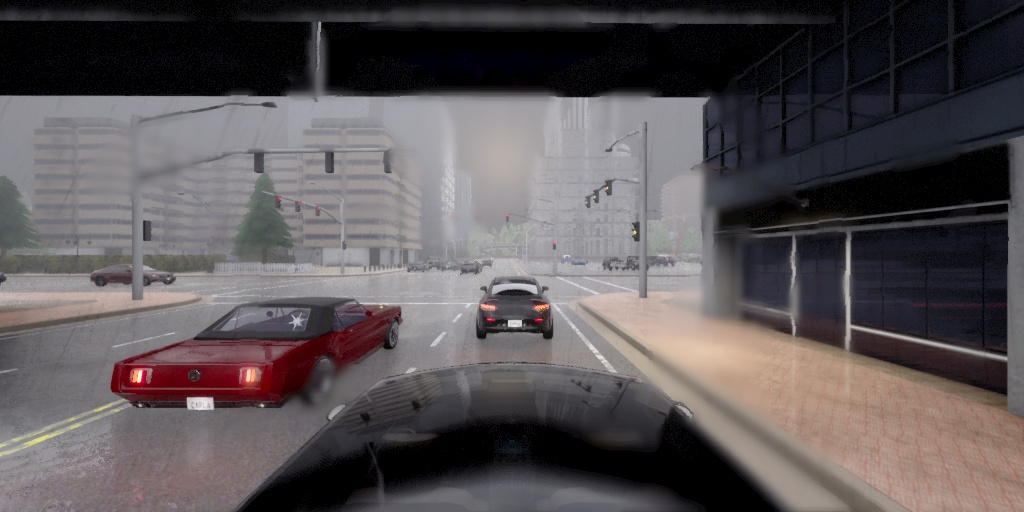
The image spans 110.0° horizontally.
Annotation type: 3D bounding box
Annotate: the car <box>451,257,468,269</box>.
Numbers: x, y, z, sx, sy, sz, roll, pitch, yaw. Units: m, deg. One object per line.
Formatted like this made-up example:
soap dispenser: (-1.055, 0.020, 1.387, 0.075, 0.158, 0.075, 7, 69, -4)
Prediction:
car: (-8.183, 1.102, 56.280, 2.097, 1.767, 4.553, 0, 0, 0)

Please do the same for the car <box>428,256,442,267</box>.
car: (-11.666, 0.971, 53.929, 2.150, 2.045, 5.566, 0, 0, -1)

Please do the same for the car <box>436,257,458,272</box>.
car: (-8.115, 1.241, 47.368, 2.128, 1.511, 4.902, 0, 0, 0)

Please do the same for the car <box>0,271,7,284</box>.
car: (-37.349, 1.240, 24.177, 4.902, 1.511, 2.128, 0, 0, -1)

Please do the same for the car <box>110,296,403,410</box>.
car: (-3.441, 1.351, 6.201, 1.895, 1.301, 4.718, 0, 0, 0)

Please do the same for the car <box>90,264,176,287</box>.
car: (-25.578, 1.276, 24.253, 4.674, 1.442, 1.812, 0, 0, 0)

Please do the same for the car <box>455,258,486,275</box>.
car: (-4.472, 1.241, 39.677, 2.128, 1.511, 4.902, 0, 0, 2)

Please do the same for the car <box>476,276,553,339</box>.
car: (0.070, 1.276, 9.967, 1.812, 1.442, 4.674, 0, 0, 0)

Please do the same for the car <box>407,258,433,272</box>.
car: (-11.589, 1.314, 44.572, 1.994, 1.385, 4.181, 0, 0, 0)
